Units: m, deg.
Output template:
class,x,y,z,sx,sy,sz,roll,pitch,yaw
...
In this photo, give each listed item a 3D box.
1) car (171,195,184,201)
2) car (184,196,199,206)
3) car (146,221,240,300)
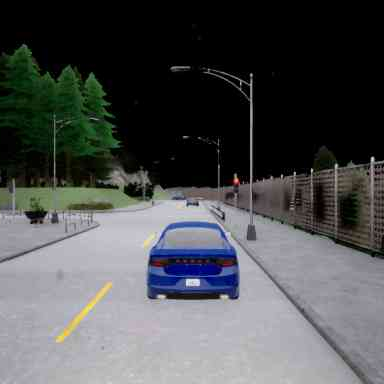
class,x,y,z,sx,sy,sz,roll,pitch,yaw
car,-3.478,1.524,87.623,4.674,1.442,1.812,0,0,40
car,0.108,1.564,55.993,1.994,1.385,4.181,0,0,0
car,0.037,1.478,8.457,1.882,1.535,5.008,0,0,1
